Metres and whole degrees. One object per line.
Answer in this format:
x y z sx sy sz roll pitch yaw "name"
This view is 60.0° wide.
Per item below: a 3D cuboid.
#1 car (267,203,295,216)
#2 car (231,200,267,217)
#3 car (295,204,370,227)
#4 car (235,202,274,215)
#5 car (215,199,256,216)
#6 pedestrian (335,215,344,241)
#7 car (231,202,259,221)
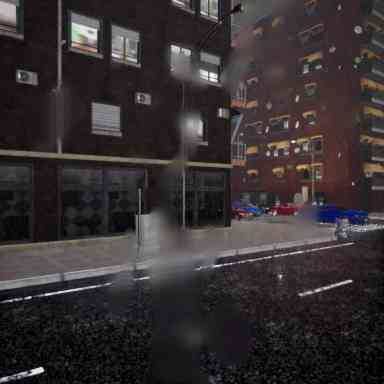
10.440 1.832 35.074 1.887 1.381 4.507 -1 0 -36 "car"
4.713 1.785 33.136 1.882 1.535 5.008 0 0 -36 "car"
10.469 1.649 24.600 1.882 1.535 5.008 0 -1 -31 "car"
7.325 1.923 39.388 1.947 1.339 4.313 -1 0 -36 "car"
4.954 1.713 38.236 2.097 1.767 4.553 0 -1 -36 "car"
6.729 1.577 15.203 0.375 1.300 0.375 0 0 -35 "pedestrian"
3.672 1.864 30.188 1.802 1.307 4.206 -1 0 -36 "car"
